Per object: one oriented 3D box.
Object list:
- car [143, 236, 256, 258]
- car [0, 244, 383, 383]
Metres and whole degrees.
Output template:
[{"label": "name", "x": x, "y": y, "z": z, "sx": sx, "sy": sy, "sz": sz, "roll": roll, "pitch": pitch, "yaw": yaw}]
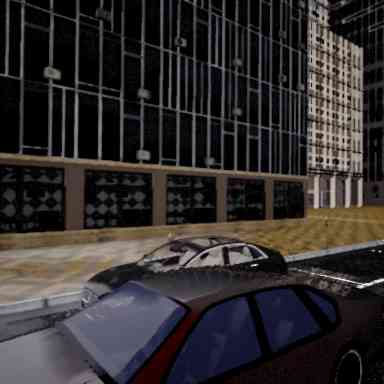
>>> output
[{"label": "car", "x": 0.087, "y": 1.612, "z": 6.623, "sx": 4.403, "sy": 1.369, "sz": 2.008, "roll": 1, "pitch": 0, "yaw": -36}, {"label": "car", "x": 0.063, "y": 1.581, "z": 3.431, "sx": 5.357, "sy": 1.411, "sz": 2.033, "roll": 1, "pitch": -1, "yaw": -36}]
